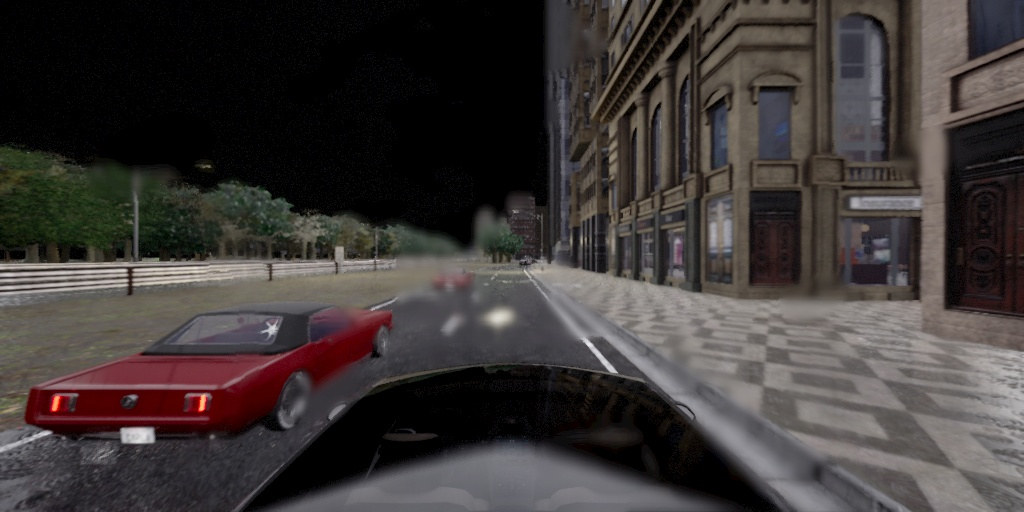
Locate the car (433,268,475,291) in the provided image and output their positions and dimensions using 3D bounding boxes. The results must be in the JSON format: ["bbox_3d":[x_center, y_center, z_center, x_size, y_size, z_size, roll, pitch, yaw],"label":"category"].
[{"bbox_3d":[-3.402,1.369,21.852,1.895,1.301,4.718,0,0,0],"label":"car"}]

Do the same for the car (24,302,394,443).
[{"bbox_3d":[-3.401,1.351,5.487,1.895,1.301,4.718,0,0,0],"label":"car"}]
